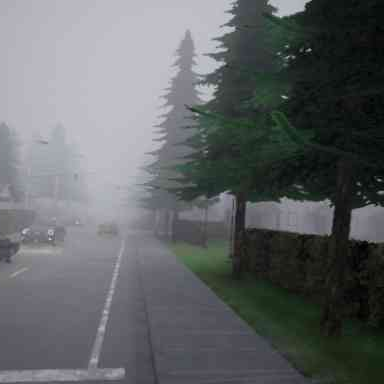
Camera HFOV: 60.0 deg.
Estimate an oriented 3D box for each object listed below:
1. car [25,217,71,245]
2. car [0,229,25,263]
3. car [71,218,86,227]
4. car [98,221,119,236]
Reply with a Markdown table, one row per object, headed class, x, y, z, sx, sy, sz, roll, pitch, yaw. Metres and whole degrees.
| class | x | y | z | sx | sy | sz | roll | pitch | yaw |
| --- | --- | --- | --- | --- | --- | --- | --- | --- | --- |
| car | -10.273 | 2.681 | 23.320 | 2.097 | 1.767 | 4.553 | 4 | -4 | -10 |
| car | -8.367 | 2.251 | 12.863 | 1.895 | 1.301 | 4.718 | 4 | -4 | -10 |
| car | -17.921 | 4.420 | 49.150 | 4.718 | 1.301 | 1.895 | 1 | -5 | 32 |
| car | -9.028 | 3.870 | 36.166 | 1.882 | 1.535 | 5.008 | 4 | -5 | -9 |
